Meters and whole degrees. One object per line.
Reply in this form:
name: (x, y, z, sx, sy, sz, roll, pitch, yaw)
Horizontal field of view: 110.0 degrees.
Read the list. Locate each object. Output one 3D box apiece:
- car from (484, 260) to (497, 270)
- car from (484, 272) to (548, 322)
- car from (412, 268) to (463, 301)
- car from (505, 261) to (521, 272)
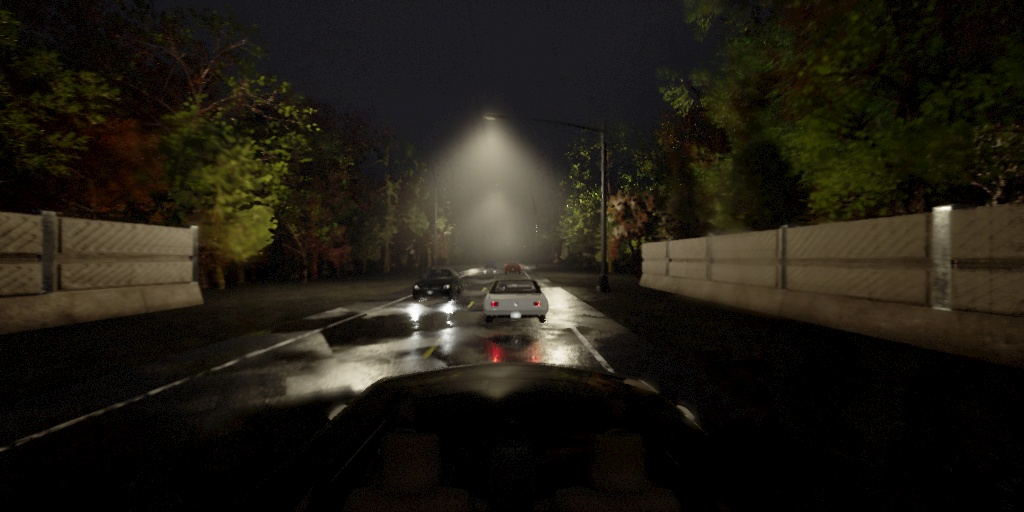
car: (-3.544, 1.457, 59.606, 1.882, 1.535, 5.008, 0, 0, 1)
car: (0.110, 1.413, 12.514, 1.895, 1.301, 4.718, 0, 0, 0)
car: (-3.595, 1.345, 18.039, 1.812, 1.442, 4.674, 0, 0, 0)
car: (0.103, 1.427, 45.150, 1.882, 1.535, 5.008, 0, 0, 0)
